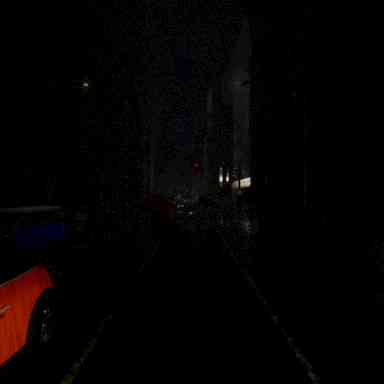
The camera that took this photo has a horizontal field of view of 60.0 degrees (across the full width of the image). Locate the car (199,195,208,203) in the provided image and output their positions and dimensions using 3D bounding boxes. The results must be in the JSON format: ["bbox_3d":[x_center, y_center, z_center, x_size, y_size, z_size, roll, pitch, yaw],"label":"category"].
[{"bbox_3d":[2.670,1.718,59.994,1.887,1.381,4.507,0,0,0],"label":"car"}]

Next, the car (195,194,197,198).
[{"bbox_3d":[2.477,1.728,82.569,1.887,1.381,4.507,0,0,0],"label":"car"}]

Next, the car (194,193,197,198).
[{"bbox_3d":[2.430,1.497,88.213,2.192,1.841,5.009,0,0,0],"label":"car"}]

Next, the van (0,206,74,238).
[{"bbox_3d":[-5.762,1.389,11.517,1.690,1.788,3.998,0,0,0],"label":"van"}]

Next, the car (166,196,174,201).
[{"bbox_3d":[-6.145,1.744,93.789,1.947,1.339,4.313,0,0,0],"label":"car"}]

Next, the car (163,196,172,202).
[{"bbox_3d":[-6.048,1.732,82.500,2.008,1.369,4.403,0,0,0],"label":"car"}]

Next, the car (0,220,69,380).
[{"bbox_3d":[-3.098,1.369,3.140,2.097,1.767,4.553,0,0,0],"label":"car"}]

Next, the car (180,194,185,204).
[{"bbox_3d":[-3.191,1.705,70.981,2.128,1.511,4.902,0,0,0],"label":"car"}]

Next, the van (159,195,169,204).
[{"bbox_3d":[-5.951,1.521,71.212,1.690,1.788,3.998,0,0,0],"label":"van"}]

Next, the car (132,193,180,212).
[{"bbox_3d":[-4.691,1.387,41.597,5.566,2.045,2.150,1,0,0],"label":"car"}]

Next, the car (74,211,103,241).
[{"bbox_3d":[-5.763,1.651,17.068,1.802,1.307,4.206,0,0,0],"label":"car"}]

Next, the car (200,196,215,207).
[{"bbox_3d":[2.718,1.734,54.350,1.947,1.339,4.313,0,0,0],"label":"car"}]

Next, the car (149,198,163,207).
[{"bbox_3d":[-5.807,1.749,54.278,1.802,1.307,4.206,0,0,0],"label":"car"}]

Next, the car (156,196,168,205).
[{"bbox_3d":[-5.903,1.617,65.567,1.967,1.590,4.097,0,0,0],"label":"car"}]

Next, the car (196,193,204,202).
[{"bbox_3d":[2.575,1.496,71.282,2.192,1.841,5.009,0,0,0],"label":"car"}]

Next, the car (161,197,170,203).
[{"bbox_3d":[-6.000,1.763,76.856,1.802,1.307,4.206,0,0,0],"label":"car"}]
